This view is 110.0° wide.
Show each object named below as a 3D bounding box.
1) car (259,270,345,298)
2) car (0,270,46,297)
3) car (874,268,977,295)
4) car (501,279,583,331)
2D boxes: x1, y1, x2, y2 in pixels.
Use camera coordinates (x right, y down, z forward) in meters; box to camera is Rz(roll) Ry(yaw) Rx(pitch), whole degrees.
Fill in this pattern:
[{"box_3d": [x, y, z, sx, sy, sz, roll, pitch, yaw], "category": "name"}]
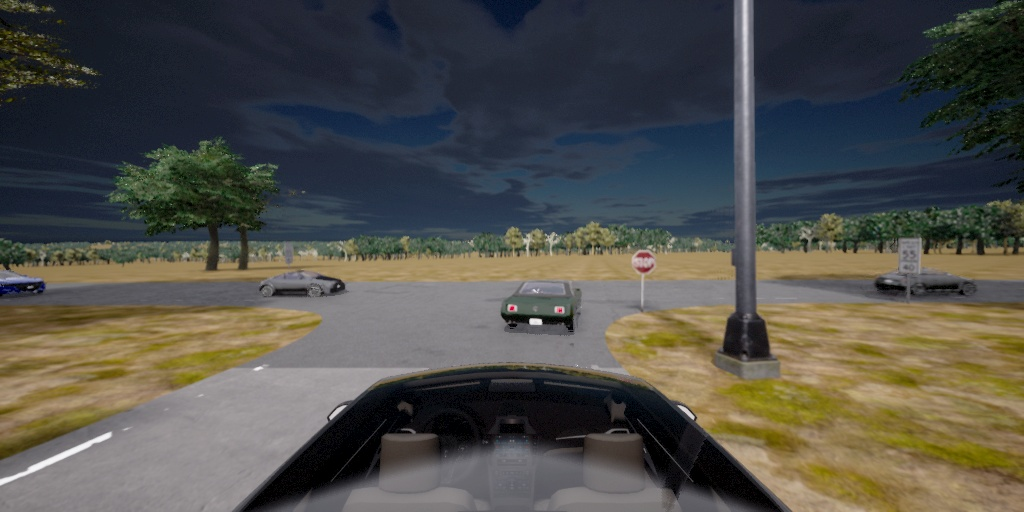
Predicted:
[{"box_3d": [-11.639, 1.512, 20.003, 4.181, 1.385, 1.994, 0, 2, 2], "category": "car"}, {"box_3d": [-30.596, 1.580, 21.127, 5.008, 1.535, 1.882, -1, 2, 5], "category": "car"}, {"box_3d": [22.727, 1.346, 19.791, 4.181, 1.385, 1.994, 0, 2, -1], "category": "car"}, {"box_3d": [1.163, 1.376, 11.173, 1.895, 1.301, 4.718, 0, 0, 14], "category": "car"}]
